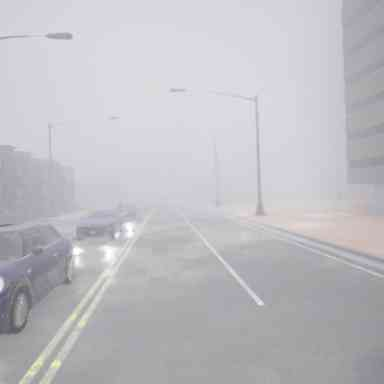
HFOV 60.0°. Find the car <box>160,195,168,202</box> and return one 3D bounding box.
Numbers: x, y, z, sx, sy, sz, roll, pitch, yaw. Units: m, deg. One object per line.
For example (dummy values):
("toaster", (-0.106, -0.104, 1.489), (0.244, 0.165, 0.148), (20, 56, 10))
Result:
("car", (-7.700, 1.551, 91.320), (2.097, 1.767, 4.553), (-2, 5, -5))

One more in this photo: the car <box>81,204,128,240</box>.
("car", (-5.041, 1.700, 18.707), (1.882, 1.535, 5.008), (-2, 0, -5))

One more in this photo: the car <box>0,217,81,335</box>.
("car", (-4.028, 1.493, 6.895), (2.097, 1.767, 4.553), (-2, 0, -5))

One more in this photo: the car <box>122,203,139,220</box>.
("car", (-6.107, 1.801, 31.281), (2.128, 1.511, 4.902), (-2, 0, -5))
